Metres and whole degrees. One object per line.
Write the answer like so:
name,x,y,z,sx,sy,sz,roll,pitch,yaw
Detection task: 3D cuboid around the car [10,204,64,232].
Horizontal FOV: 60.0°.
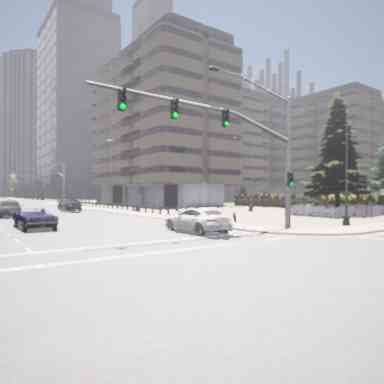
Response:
car,-9.636,1.621,20.406,1.895,1.301,4.718,0,0,-35

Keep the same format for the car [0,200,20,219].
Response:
car,-16.297,1.526,29.755,1.837,1.490,4.892,0,0,-35

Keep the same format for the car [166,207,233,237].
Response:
car,0.346,1.583,18.616,1.812,1.442,4.674,0,0,-35

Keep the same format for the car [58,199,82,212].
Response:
car,-14.573,1.609,39.565,1.837,1.490,4.892,0,-1,-35
